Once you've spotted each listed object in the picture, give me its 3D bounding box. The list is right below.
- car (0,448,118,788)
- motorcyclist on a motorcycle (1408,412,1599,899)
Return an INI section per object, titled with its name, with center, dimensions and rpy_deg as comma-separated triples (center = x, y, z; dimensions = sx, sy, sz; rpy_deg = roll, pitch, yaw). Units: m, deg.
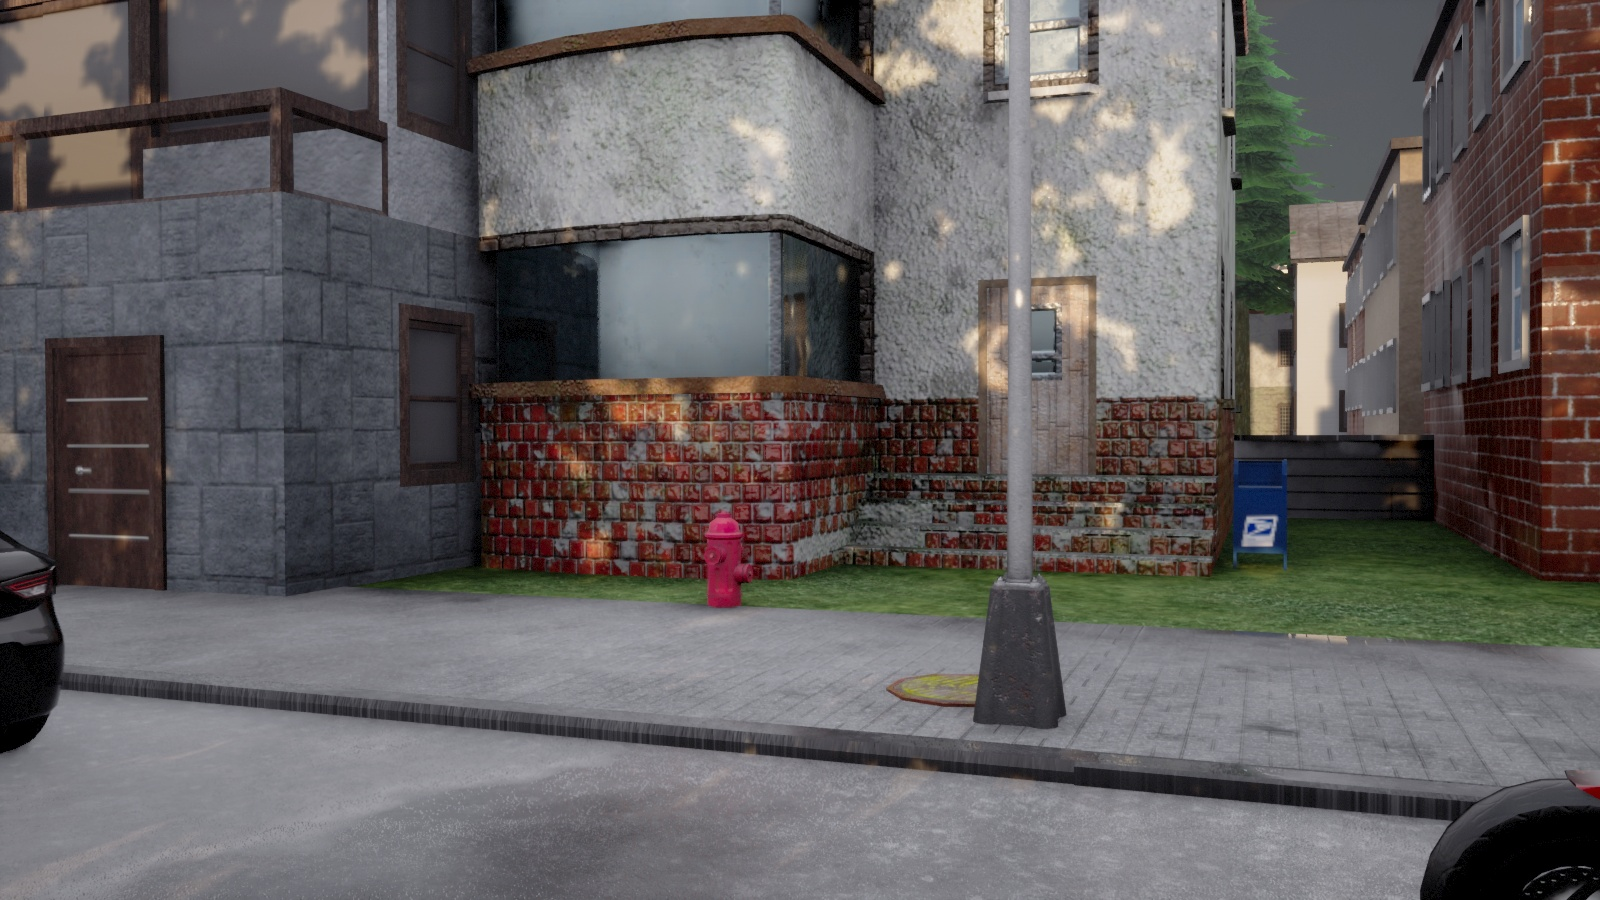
[car]
center = -5.568, 0.725, 5.918
dimensions = 4.193, 1.474, 1.816
rpy_deg = 1, 1, 20
[motorcyclist on a motorcycle]
center = 2.651, 0.743, 2.739
dimensions = 2.350, 1.649, 0.766
rpy_deg = 0, 1, 24
